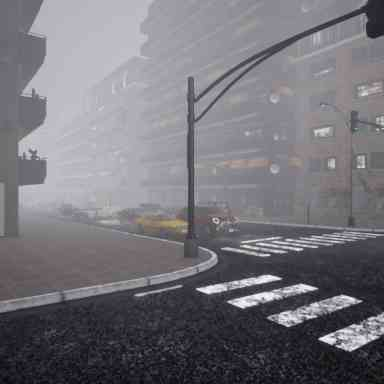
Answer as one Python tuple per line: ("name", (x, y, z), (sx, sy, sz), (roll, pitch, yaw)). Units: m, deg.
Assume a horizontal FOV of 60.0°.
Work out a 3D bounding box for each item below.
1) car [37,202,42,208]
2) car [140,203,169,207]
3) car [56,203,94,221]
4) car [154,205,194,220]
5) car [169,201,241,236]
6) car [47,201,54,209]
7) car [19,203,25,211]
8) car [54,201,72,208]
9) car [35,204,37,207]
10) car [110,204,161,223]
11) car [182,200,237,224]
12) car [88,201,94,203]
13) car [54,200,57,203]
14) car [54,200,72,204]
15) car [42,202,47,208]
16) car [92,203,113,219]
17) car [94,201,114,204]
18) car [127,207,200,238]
("car", (-35.210, 3.050, 79.986), (1.887, 1.381, 4.507), (-1, 0, -36))
("car", (-4.659, 1.879, 33.665), (2.097, 1.767, 4.553), (0, -1, -36))
("car", (-11.938, 2.163, 33.808), (1.887, 1.381, 4.507), (-1, 0, -36))
("car", (-1.893, 2.045, 34.188), (1.887, 1.381, 4.507), (-1, 0, -36))
("car", (0.885, 1.635, 20.617), (2.097, 1.767, 4.553), (0, -1, -36))
("car", (-28.552, 2.623, 70.827), (2.192, 1.841, 5.009), (-1, 0, -36))
("car", (-31.929, 2.770, 61.288), (1.887, 1.381, 4.507), (-1, 0, -36))
("car", (-16.689, 2.349, 44.842), (1.812, 1.442, 4.674), (0, -1, -36))
("car", (-38.536, 3.168, 84.569), (1.947, 1.339, 4.313), (-1, 0, -36))
("car", (-4.699, 2.003, 28.280), (2.033, 1.411, 5.357), (0, -1, -36))
("car", (1.432, 1.713, 29.608), (2.192, 1.841, 5.009), (-1, 0, -36))
("car", (-16.451, 2.307, 54.996), (2.097, 1.767, 4.553), (0, -1, -36))
("car", (-25.220, 2.524, 66.246), (2.192, 1.841, 5.009), (-1, 0, -36))
("car", (-21.054, 2.574, 56.198), (2.033, 1.411, 5.357), (0, -1, -36))
("car", (-31.877, 2.973, 75.406), (1.947, 1.339, 4.313), (-1, 0, -36))
("car", (-10.293, 2.228, 35.982), (1.895, 1.301, 4.718), (0, -1, -36))
("car", (-12.431, 2.290, 49.534), (1.801, 1.575, 5.366), (0, -1, -36))
("car", (-1.844, 1.833, 19.930), (1.752, 1.417, 4.829), (-1, 0, -36))
